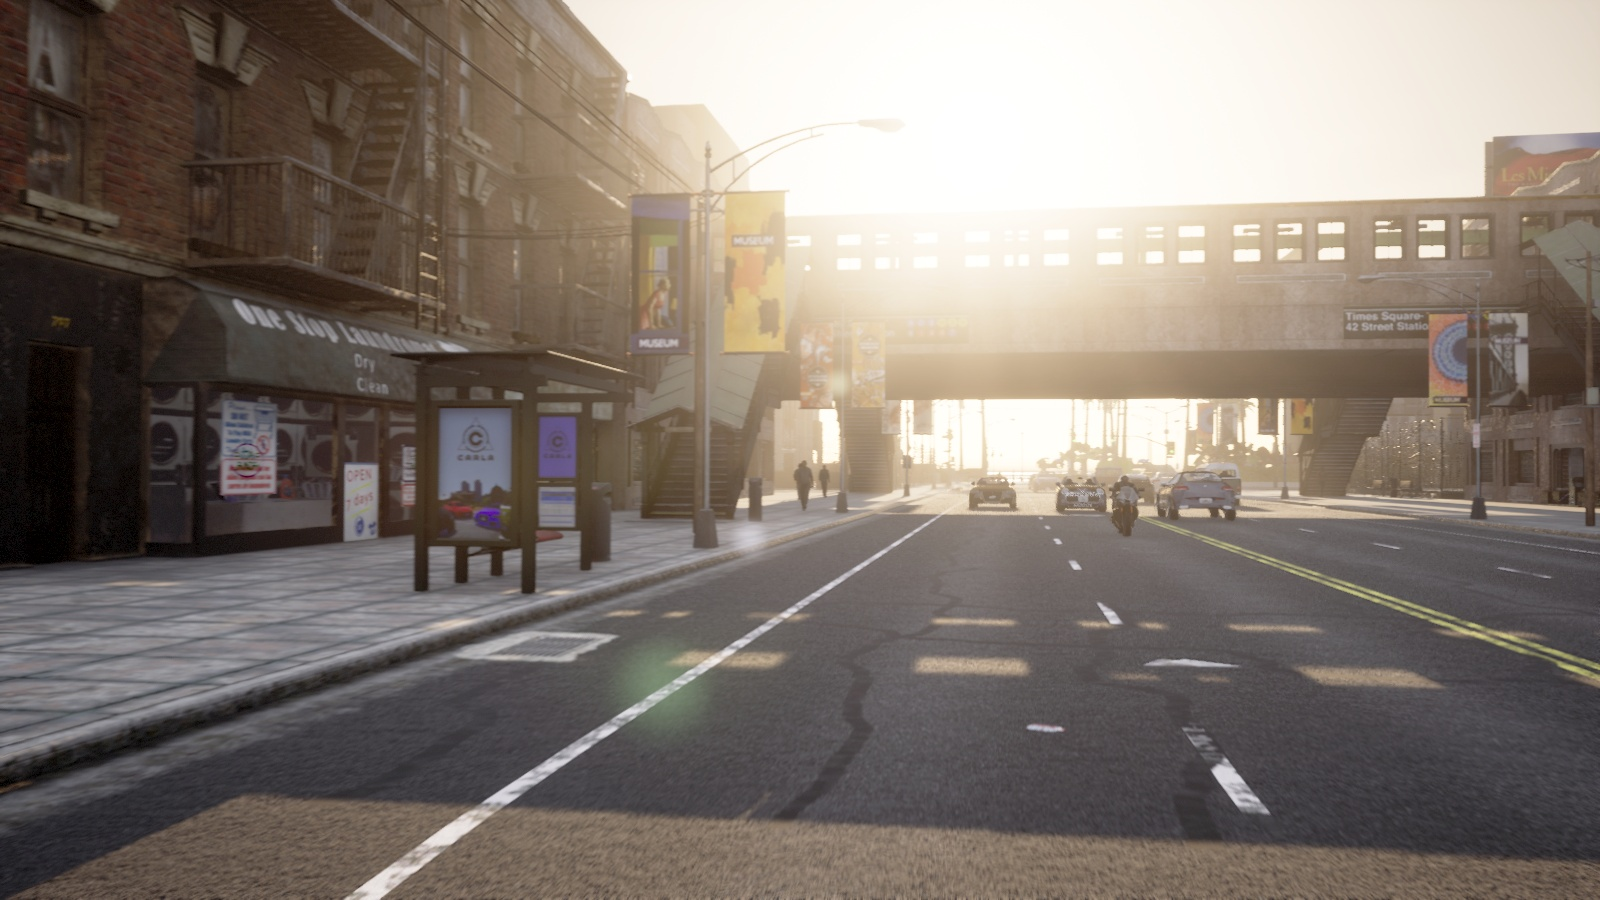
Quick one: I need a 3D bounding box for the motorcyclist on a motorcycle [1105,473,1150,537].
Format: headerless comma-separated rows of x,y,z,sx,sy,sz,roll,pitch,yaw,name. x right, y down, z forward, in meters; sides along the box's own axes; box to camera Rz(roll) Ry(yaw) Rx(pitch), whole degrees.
8.132,1.348,31.267,0.866,1.530,2.191,0,-1,9,motorcyclist on a motorcycle

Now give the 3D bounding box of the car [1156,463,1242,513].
13.727,1.279,43.509,2.152,1.651,5.027,0,-1,9,car

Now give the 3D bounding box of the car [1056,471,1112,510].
11.328,1.588,50.358,1.970,1.475,3.806,0,-1,10,car

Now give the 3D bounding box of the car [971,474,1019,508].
8.523,1.769,54.742,1.994,1.385,4.181,0,-1,10,car

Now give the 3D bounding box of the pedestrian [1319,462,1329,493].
30.530,1.601,73.135,0.328,1.805,0.869,0,-1,9,pedestrian

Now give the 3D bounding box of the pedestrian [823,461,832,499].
1.444,1.575,66.162,0.423,1.949,0.788,0,-1,0,pedestrian

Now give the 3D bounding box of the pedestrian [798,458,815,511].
0.243,1.208,44.018,0.540,1.848,0.694,0,-1,4,pedestrian

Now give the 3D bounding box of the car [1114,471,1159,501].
17.608,1.869,65.943,1.837,1.490,4.892,0,-1,10,car

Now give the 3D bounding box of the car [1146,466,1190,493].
23.710,1.878,81.084,2.152,1.651,5.027,0,-1,10,car

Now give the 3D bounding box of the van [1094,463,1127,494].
20.480,1.894,82.980,1.775,1.987,4.442,0,-1,10,van

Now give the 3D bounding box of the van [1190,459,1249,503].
20.262,1.493,60.830,2.069,2.038,4.480,0,-1,10,van
